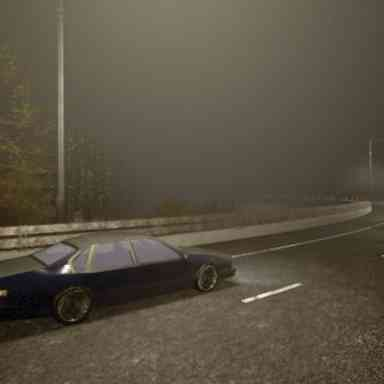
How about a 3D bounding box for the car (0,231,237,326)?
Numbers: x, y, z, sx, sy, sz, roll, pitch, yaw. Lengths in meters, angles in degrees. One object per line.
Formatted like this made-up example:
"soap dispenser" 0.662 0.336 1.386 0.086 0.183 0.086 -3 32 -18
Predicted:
"car" -1.490 1.585 7.167 5.357 1.411 2.033 0 0 -38
